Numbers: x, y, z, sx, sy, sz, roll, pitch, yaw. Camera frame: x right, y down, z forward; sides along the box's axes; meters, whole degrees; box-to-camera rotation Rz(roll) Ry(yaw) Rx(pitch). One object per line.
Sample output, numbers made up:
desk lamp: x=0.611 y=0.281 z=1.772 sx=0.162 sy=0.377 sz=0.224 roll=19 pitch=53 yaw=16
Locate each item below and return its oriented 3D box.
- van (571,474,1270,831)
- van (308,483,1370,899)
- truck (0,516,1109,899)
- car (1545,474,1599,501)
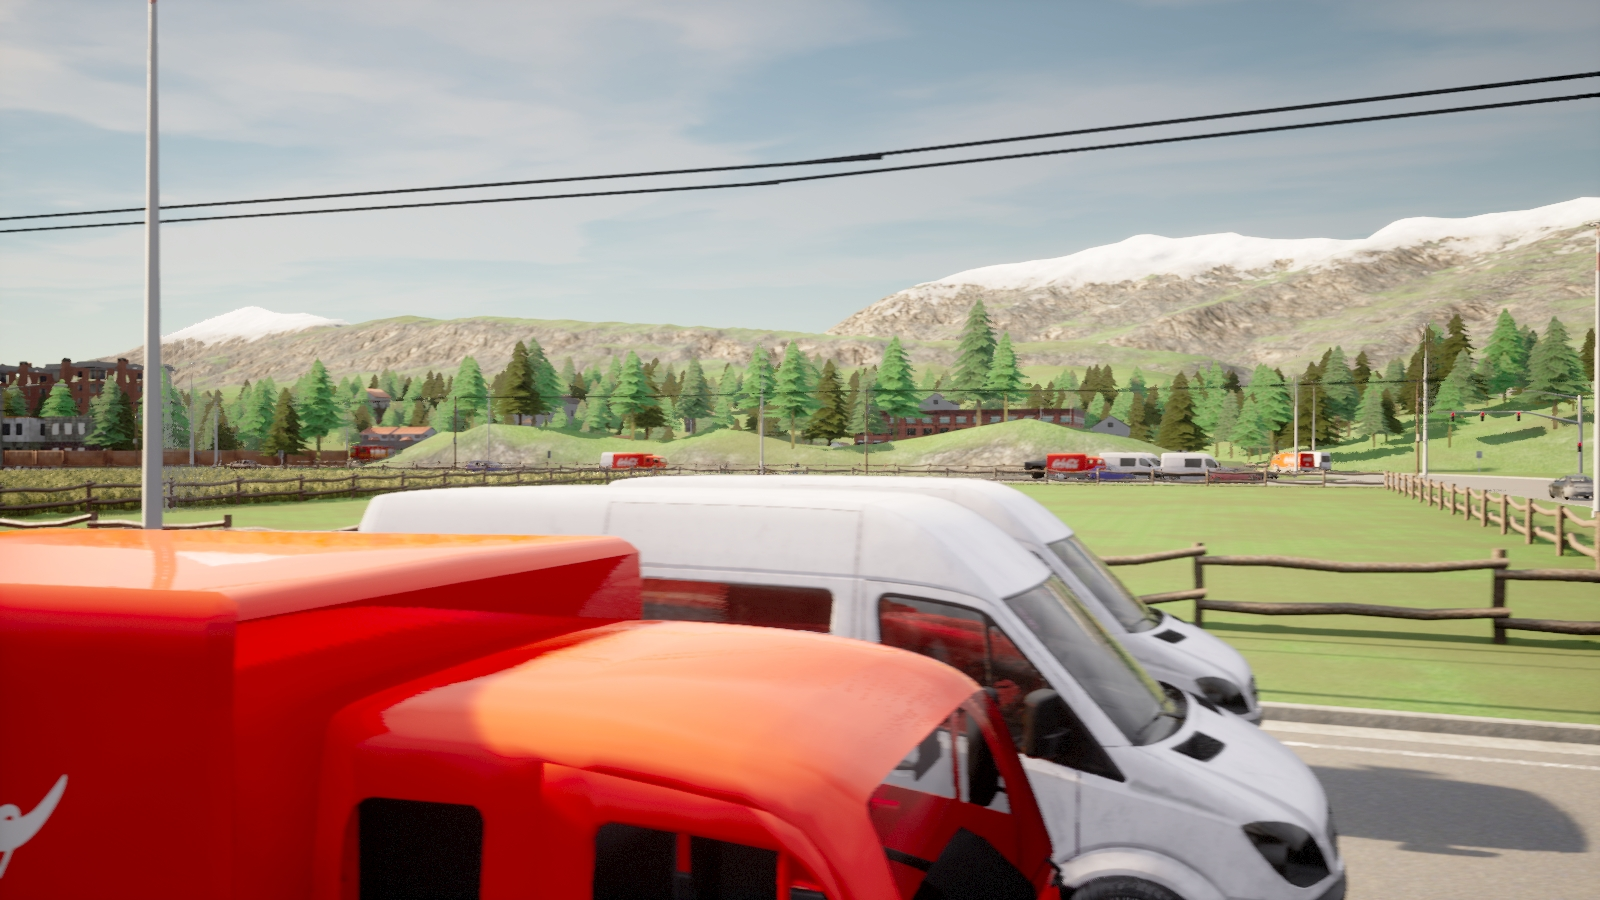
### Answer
van: x=1.024 y=1.533 z=10.371 sx=5.915 sy=2.561 sz=1.988 roll=0 pitch=0 yaw=20
van: x=0.076 y=1.533 z=6.990 sx=5.915 sy=2.561 sz=1.988 roll=0 pitch=0 yaw=20
truck: x=-1.736 y=1.571 z=3.997 sx=5.204 sy=2.467 sz=2.627 roll=0 pitch=0 yaw=21
car: x=44.374 y=2.132 z=65.403 sx=1.994 sy=1.385 sz=4.181 roll=0 pitch=0 yaw=20
